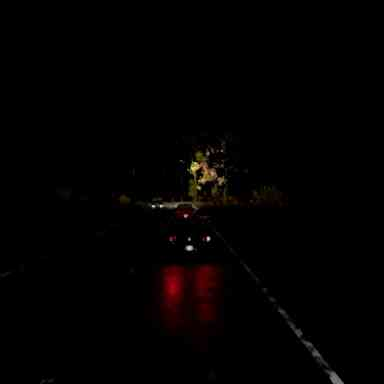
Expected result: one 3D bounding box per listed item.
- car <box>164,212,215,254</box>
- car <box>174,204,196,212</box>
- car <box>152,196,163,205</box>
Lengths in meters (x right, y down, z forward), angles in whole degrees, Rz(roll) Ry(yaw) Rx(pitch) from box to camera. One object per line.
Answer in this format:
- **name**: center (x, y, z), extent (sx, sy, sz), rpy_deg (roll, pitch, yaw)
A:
- **car**: center (-0.127, 1.729, 14.129), extent (1.895, 1.301, 4.718), rpy_deg (0, 0, -1)
- **car**: center (-0.626, 1.783, 29.459), extent (1.812, 1.442, 4.674), rpy_deg (0, 0, -2)
- **car**: center (-7.426, 1.794, 71.374), extent (2.150, 2.045, 5.566), rpy_deg (0, 0, -6)
